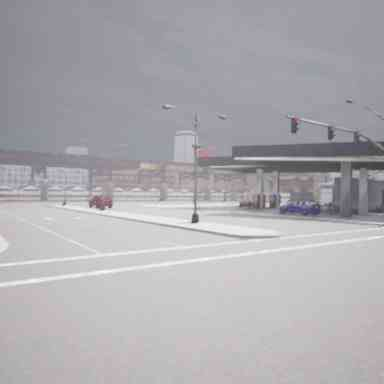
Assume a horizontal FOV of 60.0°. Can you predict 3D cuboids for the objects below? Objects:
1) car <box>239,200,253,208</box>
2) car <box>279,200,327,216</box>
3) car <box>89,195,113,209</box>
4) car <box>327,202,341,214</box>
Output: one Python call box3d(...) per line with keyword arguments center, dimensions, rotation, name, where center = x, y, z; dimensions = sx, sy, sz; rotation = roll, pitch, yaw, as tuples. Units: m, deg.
box3d(center=(10.066, 2.154, 59.768), dimensions=(1.895, 1.301, 4.718), rotation=(0, 0, 28), name="car")
box3d(center=(11.856, 1.694, 36.720), dimensions=(2.242, 1.667, 4.611), rotation=(1, -1, -35), name="car")
box3d(center=(-13.763, 1.451, 50.347), dimensions=(2.150, 2.045, 5.566), rotation=(1, -1, -35), name="car")
box3d(center=(16.113, 1.930, 40.648), dimensions=(1.970, 1.475, 3.806), rotation=(1, -1, -35), name="car")
